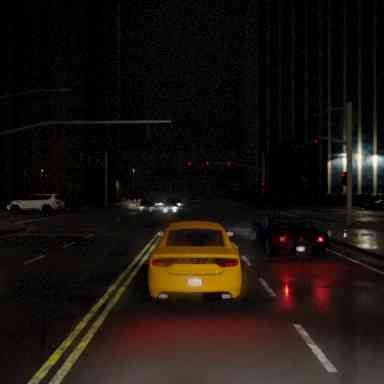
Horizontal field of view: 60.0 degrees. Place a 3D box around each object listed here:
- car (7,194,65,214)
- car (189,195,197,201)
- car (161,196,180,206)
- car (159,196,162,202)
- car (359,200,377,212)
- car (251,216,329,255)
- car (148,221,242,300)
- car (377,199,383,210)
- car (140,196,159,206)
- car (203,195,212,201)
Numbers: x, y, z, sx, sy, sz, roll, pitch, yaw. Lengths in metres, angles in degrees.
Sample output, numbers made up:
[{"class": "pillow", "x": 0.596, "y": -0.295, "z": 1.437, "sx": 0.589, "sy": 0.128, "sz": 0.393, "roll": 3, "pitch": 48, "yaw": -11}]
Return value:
[{"class": "car", "x": -16.333, "y": 1.216, "z": 35.056, "sx": 5.566, "sy": 2.045, "sz": 2.150, "roll": 0, "pitch": 0, "yaw": 1}, {"class": "car", "x": 0.225, "y": 1.356, "z": 80.170, "sx": 1.994, "sy": 1.385, "sz": 4.181, "roll": 0, "pitch": 0, "yaw": 0}, {"class": "car", "x": -3.398, "y": 1.593, "z": 52.872, "sx": 1.895, "sy": 1.301, "sz": 4.718, "roll": 0, "pitch": 0, "yaw": -1}, {"class": "car", "x": -6.813, "y": 1.495, "z": 68.116, "sx": 2.128, "sy": 1.511, "sz": 4.902, "roll": 0, "pitch": 0, "yaw": 0}, {"class": "car", "x": 22.618, "y": 1.542, "z": 38.959, "sx": 5.357, "sy": 1.411, "sz": 2.033, "roll": 0, "pitch": 0, "yaw": 0}, {"class": "car", "x": 3.618, "y": 1.599, "z": 13.234, "sx": 1.895, "sy": 1.301, "sz": 4.718, "roll": 0, "pitch": 0, "yaw": 0}, {"class": "car", "x": 0.078, "y": 1.476, "z": 8.475, "sx": 1.882, "sy": 1.535, "sz": 5.008, "roll": 0, "pitch": 0, "yaw": 1}, {"class": "car", "x": 23.034, "y": 1.486, "z": 35.461, "sx": 4.902, "sy": 1.511, "sz": 2.128, "roll": 0, "pitch": 0, "yaw": 0}, {"class": "car", "x": -6.985, "y": 1.470, "z": 53.045, "sx": 1.882, "sy": 1.535, "sz": 5.008, "roll": 0, "pitch": 0, "yaw": 2}, {"class": "car", "x": 3.724, "y": 1.418, "z": 79.621, "sx": 1.837, "sy": 1.490, "sz": 4.892, "roll": 0, "pitch": 0, "yaw": 0}]
